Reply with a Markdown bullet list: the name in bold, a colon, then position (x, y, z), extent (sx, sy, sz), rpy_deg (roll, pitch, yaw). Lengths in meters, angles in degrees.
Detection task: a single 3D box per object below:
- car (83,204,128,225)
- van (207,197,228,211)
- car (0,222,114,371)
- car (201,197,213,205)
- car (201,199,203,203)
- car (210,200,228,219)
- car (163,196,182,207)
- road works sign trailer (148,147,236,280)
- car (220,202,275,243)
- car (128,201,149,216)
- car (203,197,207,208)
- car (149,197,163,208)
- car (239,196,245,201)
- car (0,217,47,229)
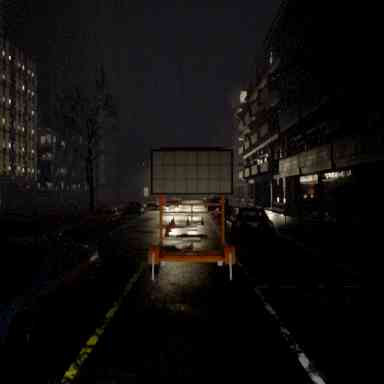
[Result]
- **car**: position (-5.695, 1.554, 21.600), extent (1.752, 1.417, 4.829), rpy_deg (0, 0, 0)
- **van**: position (2.683, 1.390, 32.837), extent (1.690, 1.788, 3.998), rpy_deg (0, 0, 0)
- **car**: position (-3.101, 1.554, 5.937), extent (2.033, 1.411, 5.357), rpy_deg (0, 0, 0)
- **car**: position (2.677, 1.655, 60.500), extent (2.008, 1.369, 4.403), rpy_deg (0, 0, 0)
- **car**: position (2.680, 1.631, 49.434), extent (2.008, 1.369, 4.403), rpy_deg (0, 0, 0)
- **car**: position (2.684, 1.621, 27.304), extent (1.802, 1.307, 4.206), rpy_deg (0, 0, 0)
- **car**: position (-3.010, 1.691, 52.621), extent (1.895, 1.301, 4.718), rpy_deg (0, 0, 0)
- **road works sign trailer**: position (-0.003, 0.476, 9.909), extent (2.380, 3.560, 2.880), rpy_deg (0, 0, 0)
- **car**: position (2.686, 1.461, 16.239), extent (1.967, 1.590, 4.097), rpy_deg (0, 0, 0)
- **car**: position (-5.698, 1.631, 32.836), extent (1.802, 1.307, 4.206), rpy_deg (0, 0, 0)
- **car**: position (2.682, 1.499, 38.369), extent (1.967, 1.590, 4.097), rpy_deg (0, 0, 0)
- **car**: position (-5.700, 1.605, 49.263), extent (1.752, 1.417, 4.829), rpy_deg (0, 0, 0)
- **car**: position (13.411, 1.495, 79.909), extent (4.403, 1.369, 2.008), rpy_deg (-1, 1, -1)
- **car**: position (-5.693, 1.557, 10.704), extent (1.887, 1.381, 4.507), rpy_deg (0, 0, 0)
